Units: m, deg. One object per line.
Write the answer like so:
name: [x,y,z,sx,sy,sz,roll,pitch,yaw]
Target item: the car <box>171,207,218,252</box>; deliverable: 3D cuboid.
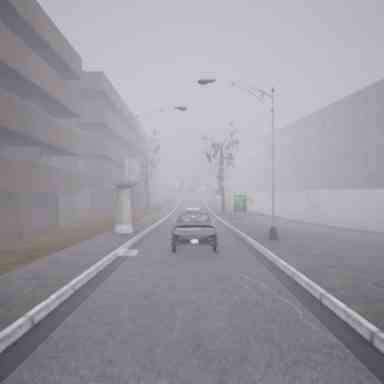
car: [0.094,1.627,14.561,2.128,1.511,4.902,0,-1,0]
